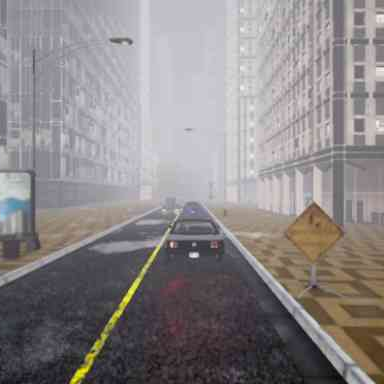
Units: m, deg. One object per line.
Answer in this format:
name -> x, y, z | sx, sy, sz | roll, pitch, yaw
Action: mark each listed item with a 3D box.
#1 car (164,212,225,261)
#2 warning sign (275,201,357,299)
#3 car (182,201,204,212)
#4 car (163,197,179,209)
car -> 0.081, 1.617, 12.229 | 1.895, 1.301, 4.718 | 0, 0, 0
warning sign -> 2.518, 1.124, 6.907 | 1.300, 1.860, 1.060 | 0, 0, 0
car -> 0.087, 1.520, 30.406 | 1.882, 1.535, 5.008 | 0, 0, 0
car -> -2.836, 1.420, 45.584 | 2.097, 1.767, 4.553 | 0, 0, 0
